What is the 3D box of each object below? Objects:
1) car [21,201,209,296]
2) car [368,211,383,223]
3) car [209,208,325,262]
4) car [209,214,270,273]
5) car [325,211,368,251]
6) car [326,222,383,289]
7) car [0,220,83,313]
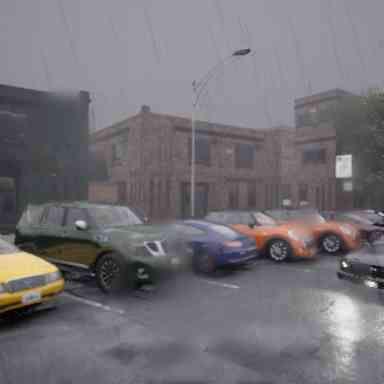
[{"bbox_3d":[-2.604,1.266,9.059,5.566,2.045,2.435,-1,-2,35],"label":"car"},{"bbox_3d":[7.214,1.678,15.945,4.792,1.488,2.163,-1,-2,35],"label":"car"},{"bbox_3d":[2.257,1.456,12.529,4.553,1.767,2.185,-1,-2,35],"label":"car"},{"bbox_3d":[-0.174,1.589,10.775,4.674,1.452,2.002,-1,-1,35],"label":"car"},{"bbox_3d":[4.712,1.489,14.256,4.553,1.767,2.185,-1,-2,35],"label":"car"},{"bbox_3d":[6.096,1.653,8.816,5.357,1.411,2.033,1,0,-35],"label":"car"},{"bbox_3d":[-4.932,1.482,7.223,5.366,1.575,1.946,-1,-1,35],"label":"car"}]
